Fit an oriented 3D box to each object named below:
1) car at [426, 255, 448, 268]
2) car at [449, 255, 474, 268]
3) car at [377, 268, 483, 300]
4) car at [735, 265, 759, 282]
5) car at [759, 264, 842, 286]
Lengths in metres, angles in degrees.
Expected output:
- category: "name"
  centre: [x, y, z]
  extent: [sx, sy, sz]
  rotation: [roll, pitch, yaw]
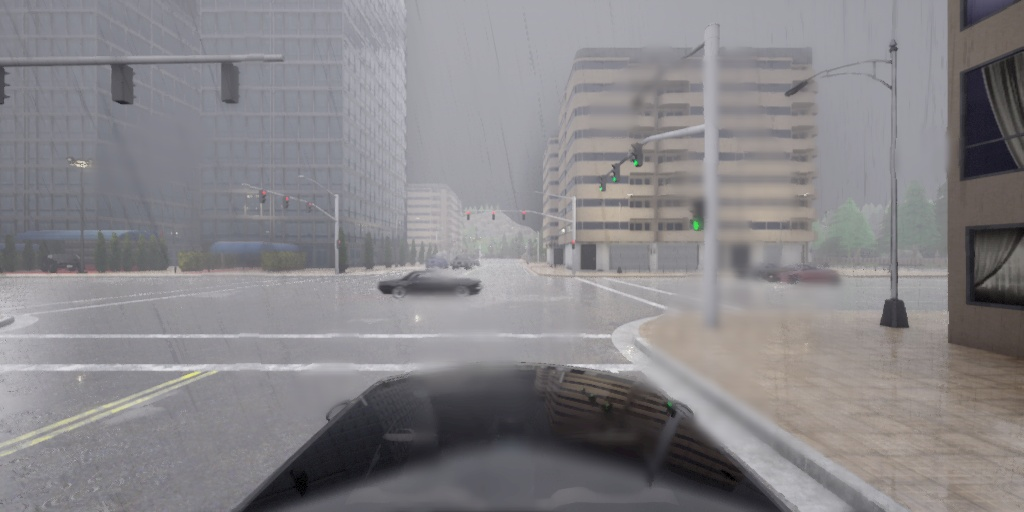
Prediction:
- category: "car"
  centre: [-10.562, 0.939, 51.071]
  extent: [2.150, 2.045, 5.566]
  rotation: [0, 0, 0]
- category: "car"
  centre: [-7.067, 0.940, 50.741]
  extent: [2.150, 2.045, 5.566]
  rotation: [0, 0, 0]
- category: "car"
  centre: [-3.748, 1.365, 17.124]
  extent: [4.718, 1.301, 1.895]
  rotation: [0, 0, -1]
- category: "car"
  centre: [19.823, 1.296, 27.948]
  extent: [4.181, 1.385, 1.994]
  rotation: [0, 0, 0]
- category: "car"
  centre: [19.787, 1.299, 24.448]
  extent: [4.181, 1.385, 1.994]
  rotation: [0, 0, 0]
